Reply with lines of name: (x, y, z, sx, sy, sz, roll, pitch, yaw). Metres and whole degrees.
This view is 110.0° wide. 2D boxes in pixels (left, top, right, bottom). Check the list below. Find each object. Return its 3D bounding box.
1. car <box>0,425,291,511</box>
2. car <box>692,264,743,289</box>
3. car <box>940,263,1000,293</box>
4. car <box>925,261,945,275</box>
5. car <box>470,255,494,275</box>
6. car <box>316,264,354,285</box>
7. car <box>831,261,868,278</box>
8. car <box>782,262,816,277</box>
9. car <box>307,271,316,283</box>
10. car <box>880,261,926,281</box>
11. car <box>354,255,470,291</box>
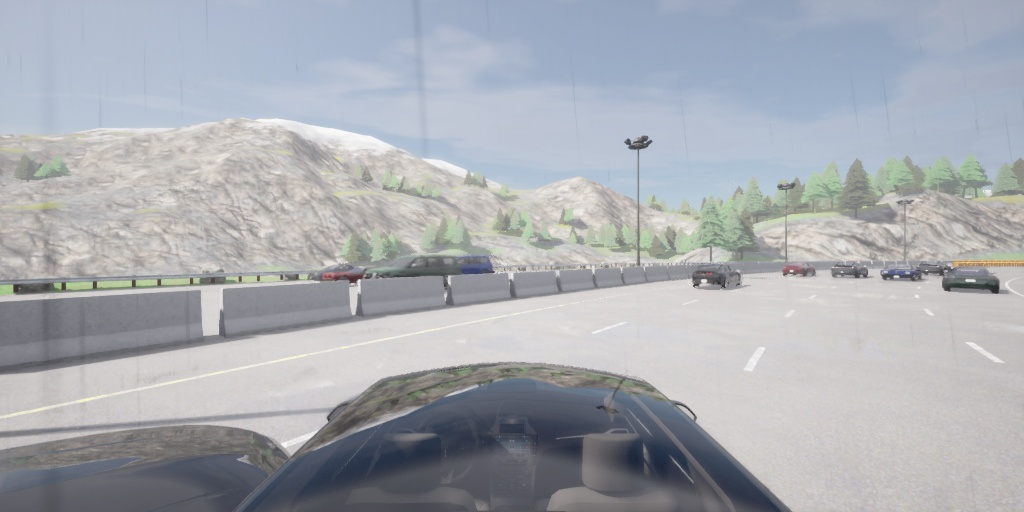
car: (-2.981, 1.255, 0.486, 4.892, 1.490, 1.837, 0, 0, -45)
car: (13.324, 1.254, 23.204, 4.892, 1.490, 1.837, 0, 0, -43)
car: (26.573, 1.314, 20.830, 4.181, 1.385, 1.994, 0, 0, -39)
car: (43.312, 1.241, 36.820, 4.902, 1.511, 2.128, 0, 0, -31)
car: (-3.792, 0.971, 26.266, 2.150, 2.045, 5.566, 0, 0, 44)
car: (-10.262, 1.351, 24.411, 1.895, 1.301, 4.718, 0, 0, 42)
car: (31.374, 1.241, 33.297, 4.902, 1.511, 2.128, 0, 0, -35)
car: (28.455, 1.276, 35.512, 4.674, 1.442, 1.812, 1, 0, -37)
car: (-12.827, 1.314, 26.738, 1.994, 1.385, 4.181, 0, 0, 42)
car: (32.307, 1.351, 29.687, 4.718, 1.301, 1.895, 0, 0, -35)
car: (-5.237, 0.971, 19.538, 2.150, 2.045, 5.566, 0, 0, 42)
